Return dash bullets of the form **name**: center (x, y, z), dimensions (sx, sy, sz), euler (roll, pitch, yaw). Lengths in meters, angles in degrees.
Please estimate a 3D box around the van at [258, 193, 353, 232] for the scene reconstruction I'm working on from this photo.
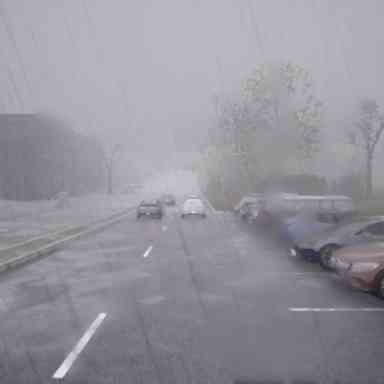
- **van**: center (5.667, 1.168, 15.746), dimensions (4.442, 1.987, 1.878), euler (0, 1, 0)

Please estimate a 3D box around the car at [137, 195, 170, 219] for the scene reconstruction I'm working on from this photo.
- **car**: center (-3.132, 1.279, 26.136), dimensions (2.128, 1.511, 4.902), euler (0, 1, 0)

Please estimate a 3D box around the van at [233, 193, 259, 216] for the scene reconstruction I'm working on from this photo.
- **van**: center (5.440, 1.074, 24.015), dimensions (4.442, 1.987, 1.878), euler (0, 1, 0)

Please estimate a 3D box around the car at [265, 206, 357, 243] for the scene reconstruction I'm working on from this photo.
- **car**: center (5.578, 1.445, 12.996), dimensions (4.792, 1.488, 2.163), euler (0, 0, 0)

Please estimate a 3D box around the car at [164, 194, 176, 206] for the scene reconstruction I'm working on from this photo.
- **car**: center (-3.119, 0.971, 42.927), dimensions (1.994, 1.385, 4.181), euler (0, 2, 0)

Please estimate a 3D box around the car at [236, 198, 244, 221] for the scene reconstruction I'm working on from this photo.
- **car**: center (5.548, 1.336, 21.260), dimensions (4.892, 1.521, 2.231), euler (0, 1, 0)

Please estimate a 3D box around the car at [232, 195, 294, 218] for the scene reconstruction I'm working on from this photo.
- **car**: center (5.588, 1.131, 26.769), dimensions (4.553, 1.767, 2.185), euler (0, 1, 0)

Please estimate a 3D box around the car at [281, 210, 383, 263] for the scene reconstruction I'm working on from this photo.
- **car**: center (5.517, 1.467, 10.244), dimensions (4.792, 1.488, 2.163), euler (0, 0, 0)

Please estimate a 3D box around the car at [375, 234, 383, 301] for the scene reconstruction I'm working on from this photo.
- **car**: center (5.540, 1.505, 4.732), dimensions (4.674, 1.452, 2.002), euler (0, 0, 0)

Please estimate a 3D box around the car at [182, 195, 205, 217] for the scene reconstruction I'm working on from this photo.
- **car**: center (0.121, 1.284, 27.820), dimensions (1.812, 1.442, 4.674), euler (0, 1, 0)

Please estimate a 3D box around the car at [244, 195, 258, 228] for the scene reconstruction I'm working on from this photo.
- **car**: center (5.521, 1.240, 18.632), dimensions (4.553, 1.767, 2.185), euler (0, 1, 0)

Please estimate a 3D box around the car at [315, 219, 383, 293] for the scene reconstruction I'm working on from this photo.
- **car**: center (5.547, 1.493, 7.485), dimensions (4.674, 1.452, 2.002), euler (0, 0, 0)
